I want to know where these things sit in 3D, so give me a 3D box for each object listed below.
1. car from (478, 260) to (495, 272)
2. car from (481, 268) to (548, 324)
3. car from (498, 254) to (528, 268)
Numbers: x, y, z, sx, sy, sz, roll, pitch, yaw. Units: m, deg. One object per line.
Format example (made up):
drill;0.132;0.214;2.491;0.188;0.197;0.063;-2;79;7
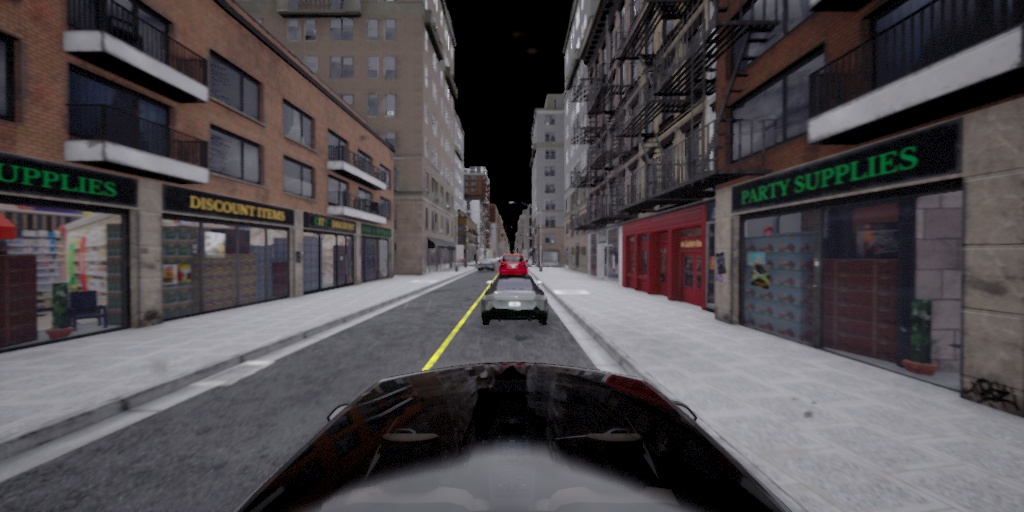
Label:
car;-3.033;1.168;43.168;2.033;1.411;5.357;0;0;0
car;0.081;1.284;11.860;1.994;1.385;4.181;0;0;0
car;0.104;0.890;28.422;2.150;2.045;5.566;0;0;0
